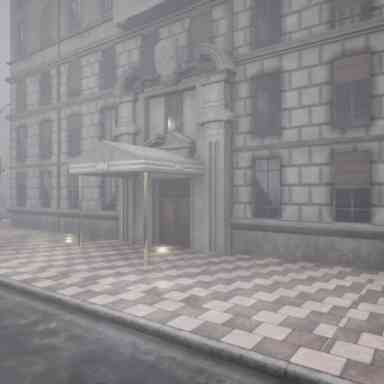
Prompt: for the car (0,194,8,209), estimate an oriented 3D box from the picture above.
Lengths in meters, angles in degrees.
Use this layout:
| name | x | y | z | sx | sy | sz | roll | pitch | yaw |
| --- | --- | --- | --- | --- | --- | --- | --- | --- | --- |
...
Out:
| name | x | y | z | sx | sy | sz | roll | pitch | yaw |
| --- | --- | --- | --- | --- | --- | --- | --- | --- | --- |
| car | -26.766 | 1.221 | 42.717 | 2.150 | 2.045 | 5.566 | 0 | 0 | 35 |
